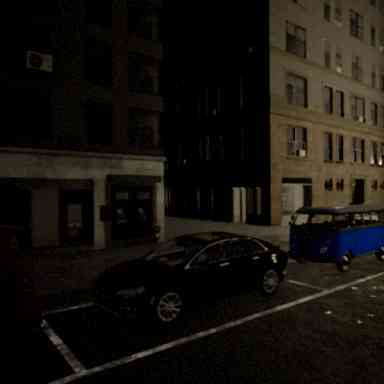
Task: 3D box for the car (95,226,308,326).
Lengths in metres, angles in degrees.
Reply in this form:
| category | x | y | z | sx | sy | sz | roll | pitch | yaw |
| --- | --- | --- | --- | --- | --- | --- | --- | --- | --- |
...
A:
| category | x | y | z | sx | sy | sz | roll | pitch | yaw |
| --- | --- | --- | --- | --- | --- | --- | --- | --- | --- |
| car | 0.197 | 1.563 | 7.008 | 4.403 | 1.369 | 2.008 | 0 | 0 | -37 |

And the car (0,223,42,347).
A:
| category | x | y | z | sx | sy | sz | roll | pitch | yaw |
| --- | --- | --- | --- | --- | --- | --- | --- | --- | --- |
| car | -4.331 | 1.357 | 3.597 | 5.009 | 1.841 | 2.192 | 0 | 0 | -37 |

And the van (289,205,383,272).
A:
| category | x | y | z | sx | sy | sz | roll | pitch | yaw |
| --- | --- | --- | --- | --- | --- | --- | --- | --- | --- |
| van | 4.721 | 1.322 | 10.421 | 3.998 | 1.788 | 1.690 | 0 | 0 | -37 |
